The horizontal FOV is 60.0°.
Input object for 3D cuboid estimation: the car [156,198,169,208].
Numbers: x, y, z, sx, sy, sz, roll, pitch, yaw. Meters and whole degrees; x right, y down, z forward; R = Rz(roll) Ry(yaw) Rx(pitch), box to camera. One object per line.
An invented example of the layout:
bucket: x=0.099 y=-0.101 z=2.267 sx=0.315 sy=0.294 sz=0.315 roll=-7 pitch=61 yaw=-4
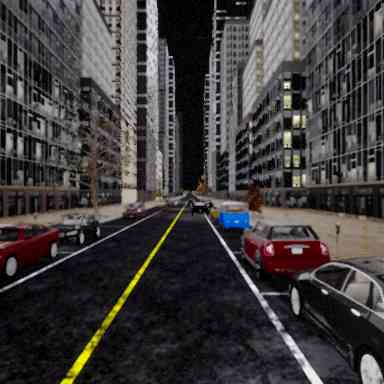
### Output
car: x=-5.711 y=2.148 z=61.488 sx=1.752 sy=1.417 sz=4.829 roll=0 pitch=-1 yaw=0

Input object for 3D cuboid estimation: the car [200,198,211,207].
car: x=2.668 y=2.121 z=67.339 sx=1.967 sy=1.590 sz=4.097 roll=0 pitch=-1 yaw=0

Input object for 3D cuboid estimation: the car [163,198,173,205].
car: x=-5.716 y=2.233 z=78.735 sx=1.967 sy=1.590 sz=4.097 roll=0 pitch=-1 yaw=0

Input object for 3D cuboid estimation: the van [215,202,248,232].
van: x=2.679 y=1.565 z=21.804 sx=1.690 sy=1.788 sz=3.998 roll=0 pitch=-1 yaw=0

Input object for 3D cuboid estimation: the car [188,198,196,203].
car: x=-0.024 y=2.271 z=88.904 sx=2.033 sy=1.411 sz=5.357 roll=0 pitch=-1 yaw=0

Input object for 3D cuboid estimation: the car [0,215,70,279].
car: x=-5.697 y=1.653 z=10.434 sx=1.887 sy=1.381 sz=4.507 roll=0 pitch=-1 yaw=0

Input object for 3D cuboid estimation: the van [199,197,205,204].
van: x=2.661 y=2.244 z=90.107 sx=1.690 sy=1.788 sz=3.998 roll=0 pitch=-1 yaw=0

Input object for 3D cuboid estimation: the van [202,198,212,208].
van: x=2.669 y=1.965 z=61.647 sx=1.690 sy=1.788 sz=3.998 roll=0 pitch=-1 yaw=0

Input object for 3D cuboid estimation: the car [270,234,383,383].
car: x=2.685 y=1.600 z=4.727 sx=2.008 sy=1.369 sz=4.403 roll=0 pitch=-1 yaw=0

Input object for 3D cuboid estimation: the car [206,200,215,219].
car: x=2.677 y=1.866 z=33.357 sx=1.752 sy=1.417 sz=4.829 roll=0 pitch=-1 yaw=0

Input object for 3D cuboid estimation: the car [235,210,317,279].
car: x=2.683 y=1.548 z=10.420 sx=1.967 sy=1.590 sz=4.097 roll=0 pitch=-1 yaw=0

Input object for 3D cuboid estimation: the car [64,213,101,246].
car: x=-5.699 y=1.717 z=16.125 sx=2.008 sy=1.369 sz=4.403 roll=0 pitch=-1 yaw=0

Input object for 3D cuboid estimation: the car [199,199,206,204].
car: x=2.664 y=2.430 z=84.412 sx=1.802 sy=1.307 sz=4.206 roll=0 pitch=-1 yaw=0

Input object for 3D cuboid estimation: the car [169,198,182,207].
car: x=-3.035 y=2.159 z=65.311 sx=2.128 sy=1.511 sz=4.902 roll=0 pitch=-1 yaw=0

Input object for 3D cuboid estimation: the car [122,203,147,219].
car: x=-5.704 y=1.779 z=33.201 sx=1.967 sy=1.590 sz=4.097 roll=0 pitch=-1 yaw=0

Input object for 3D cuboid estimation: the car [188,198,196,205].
car: x=-0.020 y=2.109 z=73.904 sx=1.812 sy=1.442 sz=4.674 roll=0 pitch=-1 yaw=0

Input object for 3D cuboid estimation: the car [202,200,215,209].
car: x=2.671 y=2.133 z=55.953 sx=1.947 sy=1.339 sz=4.313 roll=0 pitch=-1 yaw=0

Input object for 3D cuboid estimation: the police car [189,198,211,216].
police car: x=0.890 y=1.812 z=37.876 sx=1.930 sy=1.638 sz=5.238 roll=0 pitch=-1 yaw=0

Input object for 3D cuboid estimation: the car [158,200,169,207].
car: x=-5.712 y=2.263 z=67.349 sx=1.802 sy=1.307 sz=4.206 roll=0 pitch=-1 yaw=0

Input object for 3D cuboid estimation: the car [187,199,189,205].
car: x=0.679 y=2.052 z=53.827 sx=1.837 sy=1.490 sz=4.892 roll=0 pitch=-1 yaw=4
